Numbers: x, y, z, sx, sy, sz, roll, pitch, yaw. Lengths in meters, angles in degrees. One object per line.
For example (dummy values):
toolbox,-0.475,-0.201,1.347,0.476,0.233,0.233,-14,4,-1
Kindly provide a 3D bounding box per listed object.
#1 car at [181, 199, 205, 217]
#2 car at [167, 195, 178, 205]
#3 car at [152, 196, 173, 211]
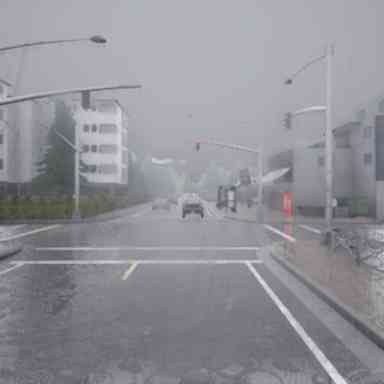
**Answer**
car,0.093,1.457,30.727,1.837,1.490,4.892,0,0,0
car,-3.559,1.283,56.364,2.097,1.767,4.553,0,0,1
car,-3.594,1.477,39.445,1.812,1.442,4.674,0,0,0
